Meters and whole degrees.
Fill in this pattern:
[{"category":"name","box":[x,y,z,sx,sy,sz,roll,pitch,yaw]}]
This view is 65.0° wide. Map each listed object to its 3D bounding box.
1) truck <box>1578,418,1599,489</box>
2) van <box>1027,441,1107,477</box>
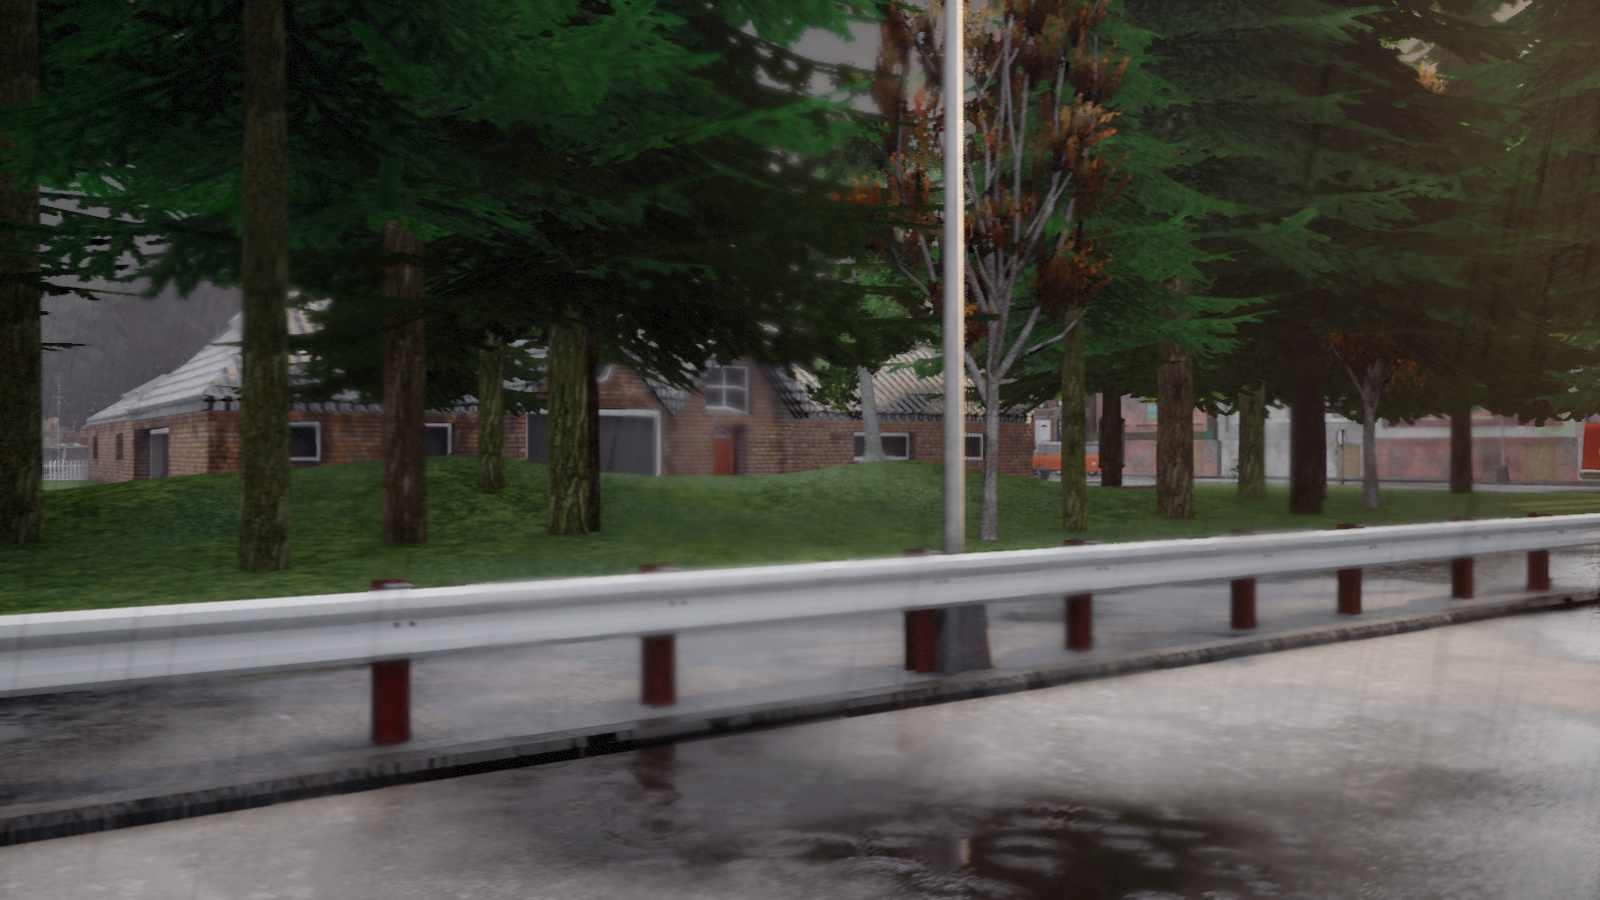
[{"category":"truck","box":[30.178,0.140,43.151,2.627,2.467,5.204,0,1,-35]},{"category":"van","box":[15.234,0.480,71.886,1.775,1.987,4.442,0,0,-35]}]
